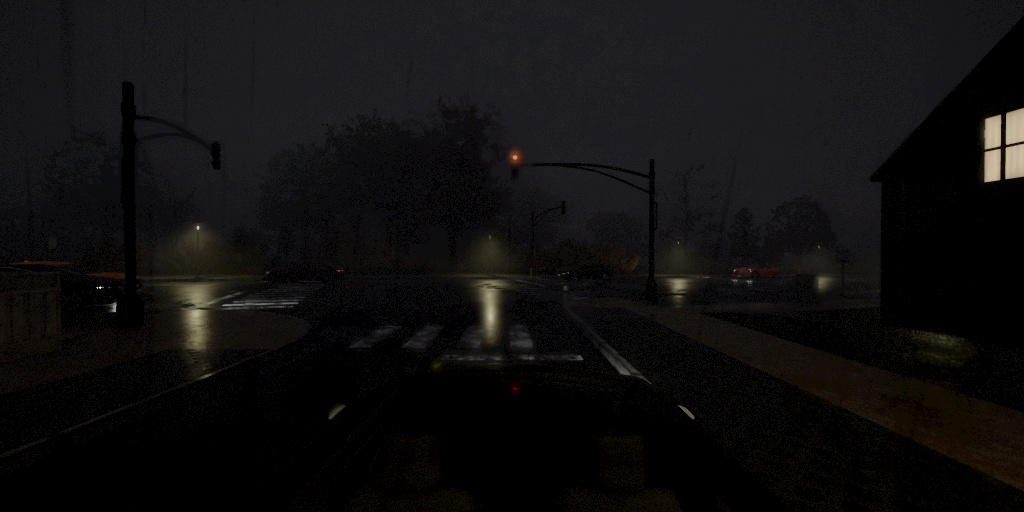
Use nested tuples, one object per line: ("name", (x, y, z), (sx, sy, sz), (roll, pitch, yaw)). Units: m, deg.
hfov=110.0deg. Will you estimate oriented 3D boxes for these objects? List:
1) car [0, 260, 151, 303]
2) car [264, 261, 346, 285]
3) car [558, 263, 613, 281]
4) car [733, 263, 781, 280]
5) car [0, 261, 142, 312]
("car", (-18.328, 0.957, 14.409), (5.008, 1.535, 1.882), (1, 0, -21))
("car", (-13.452, 1.063, 23.539), (4.674, 1.442, 1.812), (1, 0, -21))
("car", (6.279, 1.346, 30.709), (4.892, 1.490, 1.837), (0, 1, -18))
("car", (25.024, 1.486, 36.677), (4.553, 1.767, 2.097), (1, 0, -16))
("car", (-15.956, 1.019, 11.850), (4.902, 1.511, 2.128), (1, 0, -22))
